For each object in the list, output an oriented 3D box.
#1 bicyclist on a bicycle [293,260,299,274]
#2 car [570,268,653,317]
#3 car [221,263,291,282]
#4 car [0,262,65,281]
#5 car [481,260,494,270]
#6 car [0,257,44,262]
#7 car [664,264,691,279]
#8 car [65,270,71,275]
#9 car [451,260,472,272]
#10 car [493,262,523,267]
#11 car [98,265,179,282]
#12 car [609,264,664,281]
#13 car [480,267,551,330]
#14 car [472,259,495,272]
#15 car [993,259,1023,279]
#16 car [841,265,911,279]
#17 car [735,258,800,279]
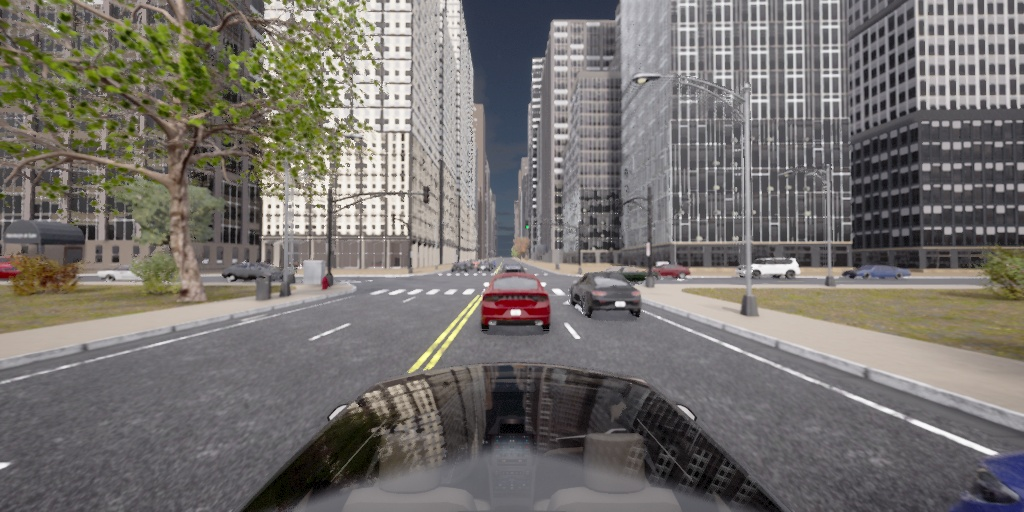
[{"bbox_3d":[-25.171,1.327,41.596,0.582,1.620,1.656,0,-1,2],"label":"bicyclist on a bicycle"},{"bbox_3d":[3.347,1.328,13.367,1.812,1.442,4.674,0,0,0],"label":"car"},{"bbox_3d":[-19.293,1.259,27.305,4.902,1.511,2.128,0,-1,2],"label":"car"},{"bbox_3d":[-38.474,1.345,27.880,4.718,1.301,1.895,0,-1,2],"label":"car"},{"bbox_3d":[-4.033,1.488,60.305,1.837,1.490,4.892,0,0,0],"label":"car"},{"bbox_3d":[-48.677,1.077,34.831,5.566,2.045,2.150,0,-1,3],"label":"car"},{"bbox_3d":[15.280,1.518,35.750,4.674,1.442,1.812,0,-1,2],"label":"car"},{"bbox_3d":[-49.983,1.515,38.088,4.718,1.301,1.895,0,-1,2],"label":"car"},{"bbox_3d":[-7.136,1.506,49.216,1.994,1.385,4.181,0,0,0],"label":"car"},{"bbox_3d":[0.033,1.278,24.782,2.128,1.511,4.902,0,0,-1],"label":"car"},{"bbox_3d":[-28.562,1.357,27.581,4.718,1.301,1.895,0,-1,1],"label":"car"},{"bbox_3d":[8.127,1.396,25.491,4.718,1.301,1.895,0,-1,-26],"label":"car"},{"bbox_3d":[0.096,1.271,11.356,1.882,1.535,5.008,0,-1,0],"label":"car"},{"bbox_3d":[-3.903,1.440,50.634,2.128,1.511,4.902,0,0,0],"label":"car"},{"bbox_3d":[50.463,1.245,34.722,5.566,2.045,2.150,0,-1,2],"label":"car"},{"bbox_3d":[35.708,1.561,35.196,5.357,1.411,2.033,0,-1,1],"label":"car"},{"bbox_3d":[25.237,1.224,35.487,5.566,2.045,2.150,0,-1,1],"label":"car"}]
